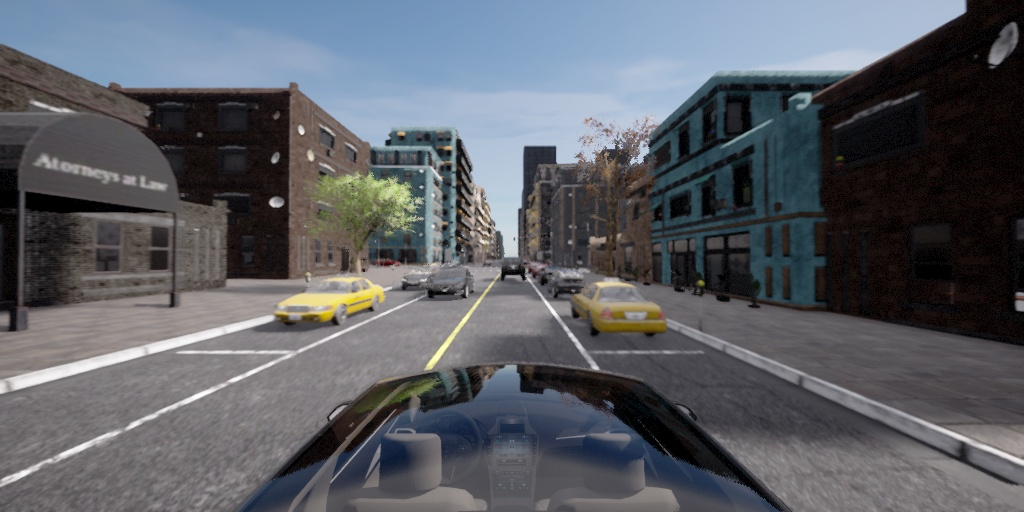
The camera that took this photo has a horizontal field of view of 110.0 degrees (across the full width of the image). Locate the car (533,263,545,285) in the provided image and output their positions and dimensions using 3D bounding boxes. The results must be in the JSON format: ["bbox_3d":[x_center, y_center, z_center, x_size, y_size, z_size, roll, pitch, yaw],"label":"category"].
[{"bbox_3d":[2.827,1.396,26.075,1.948,1.339,4.313,0,0,0],"label":"car"}]

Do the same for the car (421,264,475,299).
[{"bbox_3d":[-3.006,1.313,18.465,1.837,1.490,4.892,0,-1,0],"label":"car"}]

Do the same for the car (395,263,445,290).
[{"bbox_3d":[-5.807,1.371,23.159,2.007,1.370,4.403,0,0,0],"label":"car"}]

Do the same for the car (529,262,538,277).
[{"bbox_3d":[2.830,1.444,35.076,1.802,1.307,4.207,0,0,0],"label":"car"}]

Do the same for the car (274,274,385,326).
[{"bbox_3d":[-5.756,1.309,11.924,1.751,1.417,4.829,0,0,0],"label":"car"}]

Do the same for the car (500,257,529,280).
[{"bbox_3d":[0.104,1.072,32.456,2.150,2.045,5.566,0,0,0],"label":"car"}]

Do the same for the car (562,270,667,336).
[{"bbox_3d":[2.754,1.302,10.309,1.751,1.417,4.829,0,0,0],"label":"car"}]

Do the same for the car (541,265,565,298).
[{"bbox_3d":[2.797,1.355,18.530,2.007,1.370,4.403,0,0,0],"label":"car"}]

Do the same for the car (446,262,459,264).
[{"bbox_3d":[-5.811,1.298,33.978,1.967,1.591,4.097,0,0,0],"label":"car"}]

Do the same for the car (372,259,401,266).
[{"bbox_3d":[-19.996,1.107,57.401,4.507,1.381,1.888,0,0,-1],"label":"car"}]
